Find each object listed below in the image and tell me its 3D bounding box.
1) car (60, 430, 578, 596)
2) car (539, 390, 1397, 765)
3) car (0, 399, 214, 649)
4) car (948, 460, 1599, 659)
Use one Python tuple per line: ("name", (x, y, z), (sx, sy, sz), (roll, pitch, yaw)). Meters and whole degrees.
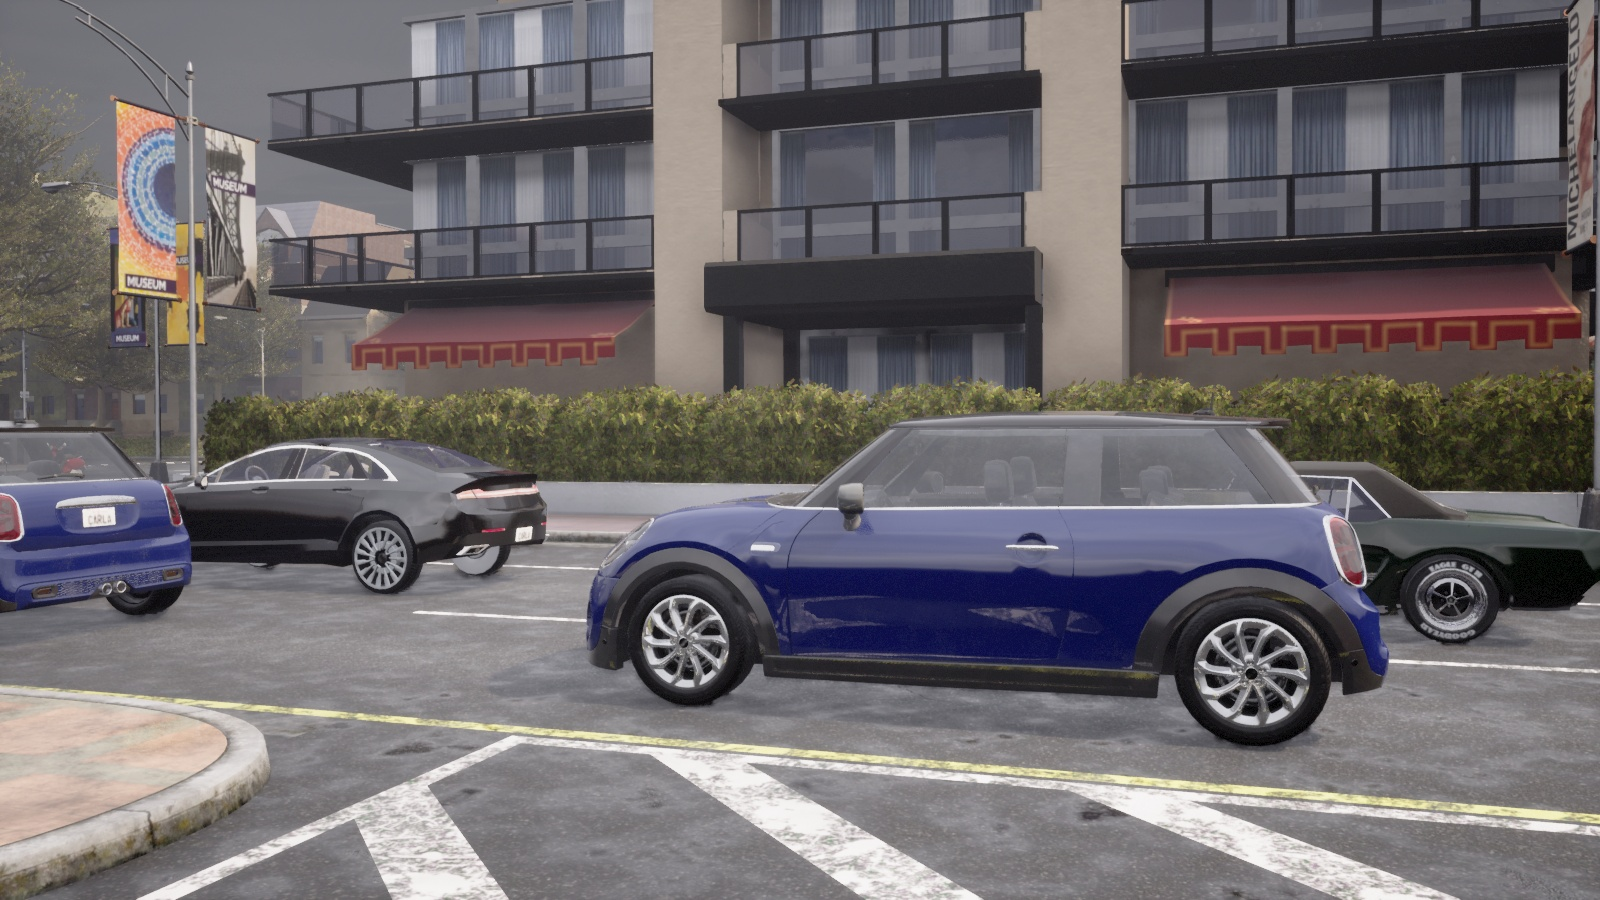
("car", (-5.065, 0.550, 13.338), (4.902, 1.511, 2.128), (1, 1, 19))
("car", (0.966, 0.567, 7.615), (4.553, 1.767, 2.097), (1, 1, 18))
("car", (-7.503, 0.489, 10.465), (4.553, 1.767, 2.097), (1, 1, 19))
("car", (3.746, 0.775, 10.374), (4.718, 1.301, 1.895), (1, 1, 19))
